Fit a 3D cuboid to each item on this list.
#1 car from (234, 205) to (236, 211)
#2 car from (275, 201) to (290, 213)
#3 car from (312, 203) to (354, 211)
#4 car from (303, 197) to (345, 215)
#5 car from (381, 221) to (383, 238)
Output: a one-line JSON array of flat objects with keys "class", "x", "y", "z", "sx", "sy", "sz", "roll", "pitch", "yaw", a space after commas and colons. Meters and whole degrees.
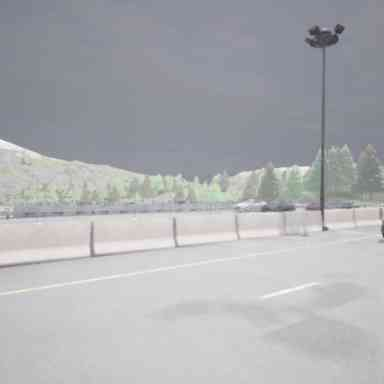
[{"class": "car", "x": 7.003, "y": 1.582, "z": 39.068, "sx": 4.674, "sy": 1.442, "sz": 1.812, "roll": 1, "pitch": 0, "yaw": -35}, {"class": "car", "x": 9.523, "y": 1.624, "z": 36.566, "sx": 4.181, "sy": 1.385, "sz": 1.994, "roll": 0, "pitch": 0, "yaw": -35}, {"class": "car", "x": 13.437, "y": 1.550, "z": 30.762, "sx": 4.902, "sy": 1.511, "sz": 2.128, "roll": 0, "pitch": 0, "yaw": -35}, {"class": "car", "x": 14.134, "y": 1.439, "z": 35.553, "sx": 4.553, "sy": 1.767, "sz": 2.097, "roll": 1, "pitch": 0, "yaw": -35}, {"class": "car", "x": 10.691, "y": 1.537, "z": 15.686, "sx": 4.674, "sy": 1.442, "sz": 1.812, "roll": 0, "pitch": 0, "yaw": -36}]
